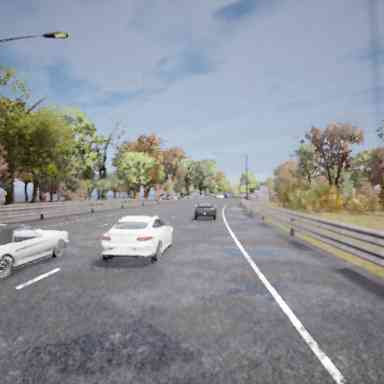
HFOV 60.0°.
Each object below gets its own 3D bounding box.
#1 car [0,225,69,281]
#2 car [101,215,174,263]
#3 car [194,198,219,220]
[{"bbox_3d":[-5.558,1.626,9.969,1.895,1.301,4.718,0,0,5],"label":"car"},{"bbox_3d":[-1.836,1.560,12.115,1.812,1.442,4.674,0,0,5],"label":"car"},{"bbox_3d":[1.235,1.582,29.498,2.128,1.511,4.902,0,0,4],"label":"car"}]
